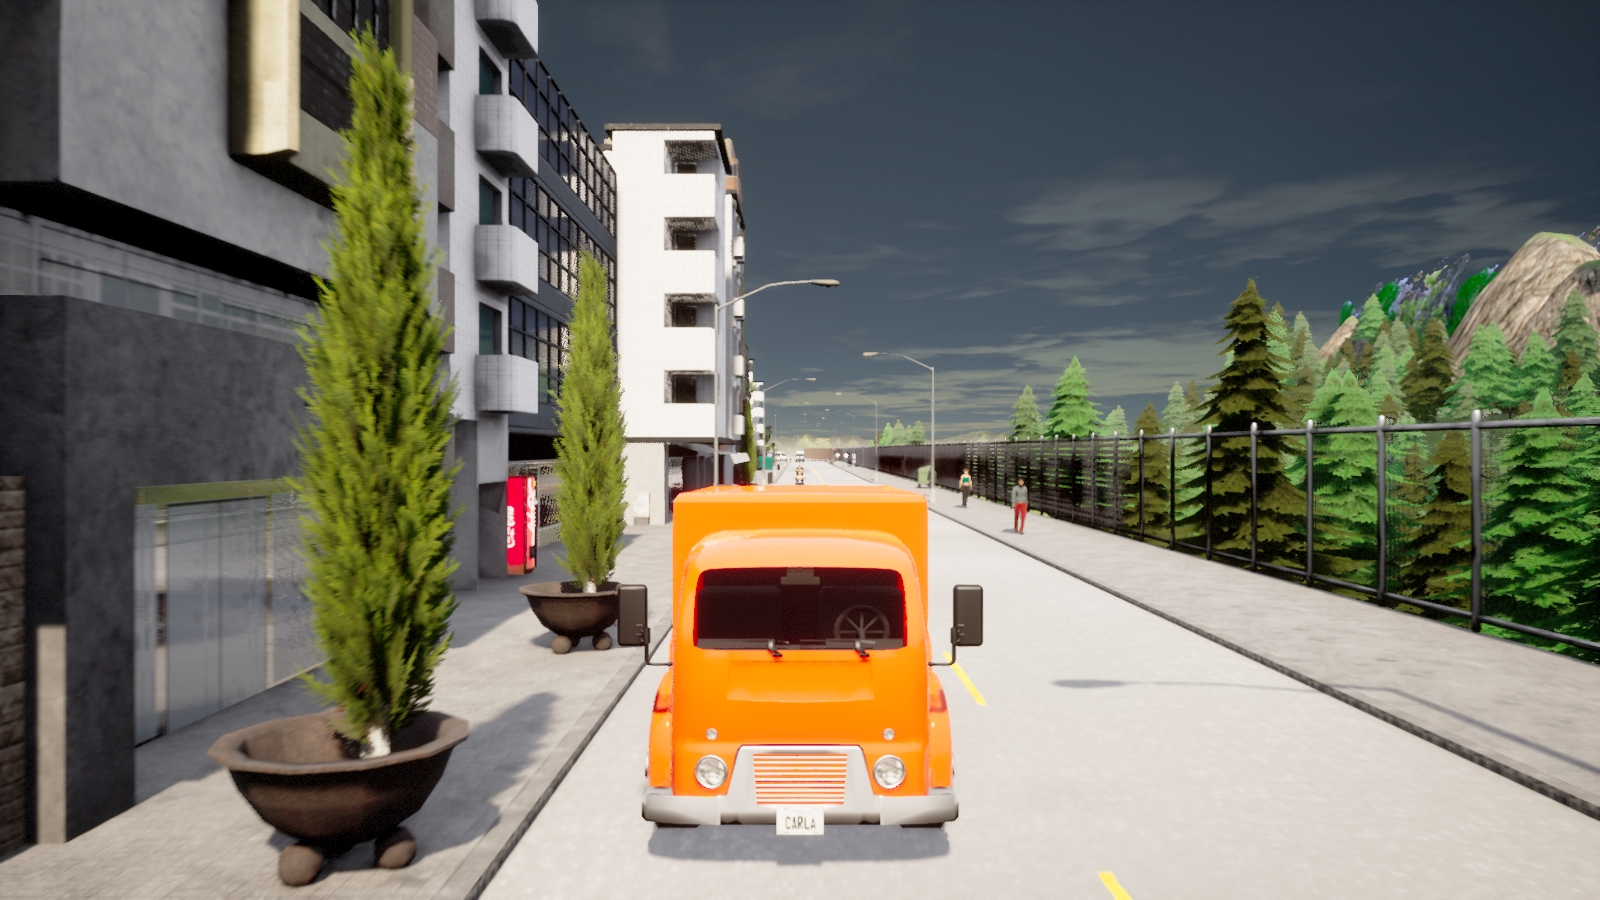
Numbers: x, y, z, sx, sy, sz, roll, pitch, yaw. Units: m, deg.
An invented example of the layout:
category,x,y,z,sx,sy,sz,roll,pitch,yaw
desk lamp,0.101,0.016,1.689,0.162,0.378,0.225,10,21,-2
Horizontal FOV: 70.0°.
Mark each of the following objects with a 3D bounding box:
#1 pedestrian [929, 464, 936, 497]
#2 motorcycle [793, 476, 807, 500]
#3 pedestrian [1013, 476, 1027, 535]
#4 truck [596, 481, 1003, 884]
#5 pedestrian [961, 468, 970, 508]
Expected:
category,x,y,z,sx,sy,sz,roll,pitch,yaw
pedestrian,7.612,1.754,65.807,0.375,1.860,0.375,0,0,1
motorcycle,-0.006,2.164,65.692,0.764,1.307,2.356,0,0,0
pedestrian,6.986,1.750,36.317,0.375,1.860,0.375,0,0,-2
truck,0.001,1.570,9.976,2.627,2.467,5.204,0,0,0
pedestrian,7.623,1.753,52.716,0.375,1.860,0.375,0,0,0
